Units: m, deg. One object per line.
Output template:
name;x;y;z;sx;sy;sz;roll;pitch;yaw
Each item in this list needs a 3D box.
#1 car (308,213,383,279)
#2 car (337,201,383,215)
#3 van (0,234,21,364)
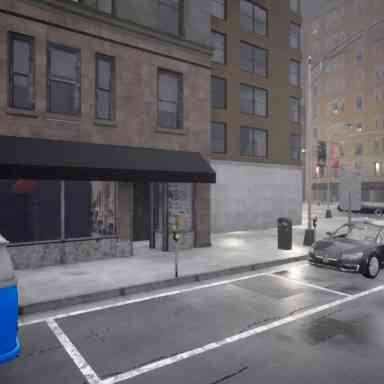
car;5.274;1.550;9.965;4.403;1.369;2.008;0;0;-36
car;16.219;1.529;31.040;1.895;1.301;4.718;0;0;-36
van;-3.937;1.341;3.379;3.998;1.788;1.690;0;0;-36
